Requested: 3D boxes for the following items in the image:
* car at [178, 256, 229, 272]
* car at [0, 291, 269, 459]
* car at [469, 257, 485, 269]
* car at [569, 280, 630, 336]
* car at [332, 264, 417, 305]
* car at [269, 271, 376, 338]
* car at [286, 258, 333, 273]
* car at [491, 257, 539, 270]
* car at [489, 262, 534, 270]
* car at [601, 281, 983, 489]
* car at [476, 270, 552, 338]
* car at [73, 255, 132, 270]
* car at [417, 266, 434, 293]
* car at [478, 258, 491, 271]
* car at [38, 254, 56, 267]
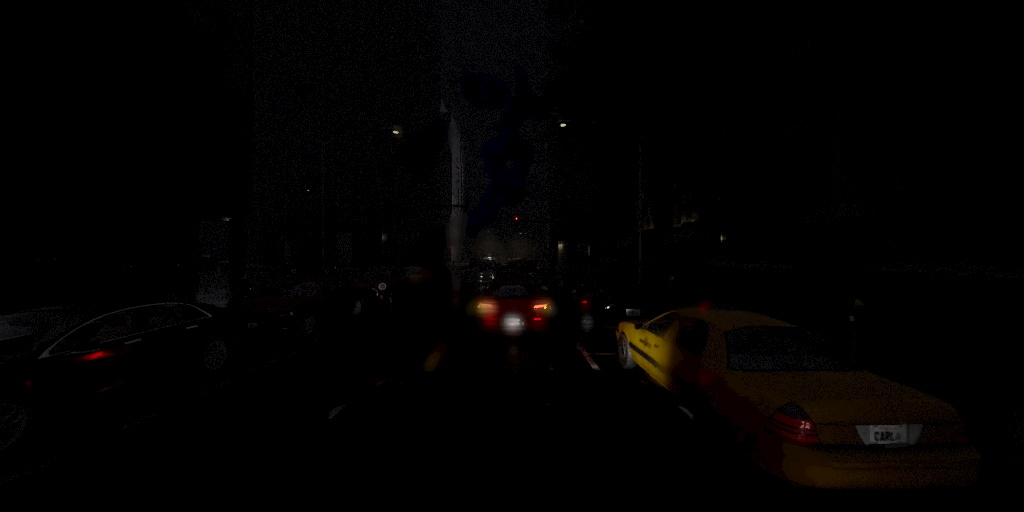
[{"bbox_3d":[-27.357,0.752,32.542,4.892,1.490,1.837,1,0,0],"label":"car"},{"bbox_3d":[-5.765,1.301,4.756,2.007,1.370,4.403,0,0,0],"label":"car"},{"bbox_3d":[-5.829,1.079,58.535,2.192,1.841,5.009,0,0,0],"label":"car"},{"bbox_3d":[2.754,1.316,10.225,1.948,1.339,4.313,0,0,0],"label":"car"},{"bbox_3d":[-5.778,1.191,15.670,1.967,1.591,4.097,0,0,0],"label":"car"},{"bbox_3d":[-5.771,1.295,10.213,1.888,1.381,4.507,0,0,0],"label":"car"},{"bbox_3d":[-17.857,0.937,32.571,4.892,1.490,1.837,1,0,0],"label":"car"},{"bbox_3d":[0.500,1.142,35.826,4.553,1.767,2.097,1,0,0],"label":"car"},{"bbox_3d":[-0.001,1.256,18.925,1.837,1.490,4.892,0,0,0],"label":"car"},{"bbox_3d":[2.760,1.275,4.939,1.751,1.417,4.829,0,0,0],"label":"car"},{"bbox_3d":[0.061,1.276,10.059,1.812,1.442,4.674,0,0,0],"label":"car"},{"bbox_3d":[-37.280,0.623,32.517,4.181,1.385,1.994,1,0,-1],"label":"car"},{"bbox_3d":[-5.784,1.277,20.957,1.751,1.417,4.829,0,0,0],"label":"car"},{"bbox_3d":[-3.152,1.285,47.945,1.812,1.442,4.674,0,0,0],"label":"car"},{"bbox_3d":[-48.228,0.418,35.630,4.181,1.385,1.994,1,0,0],"label":"car"}]
